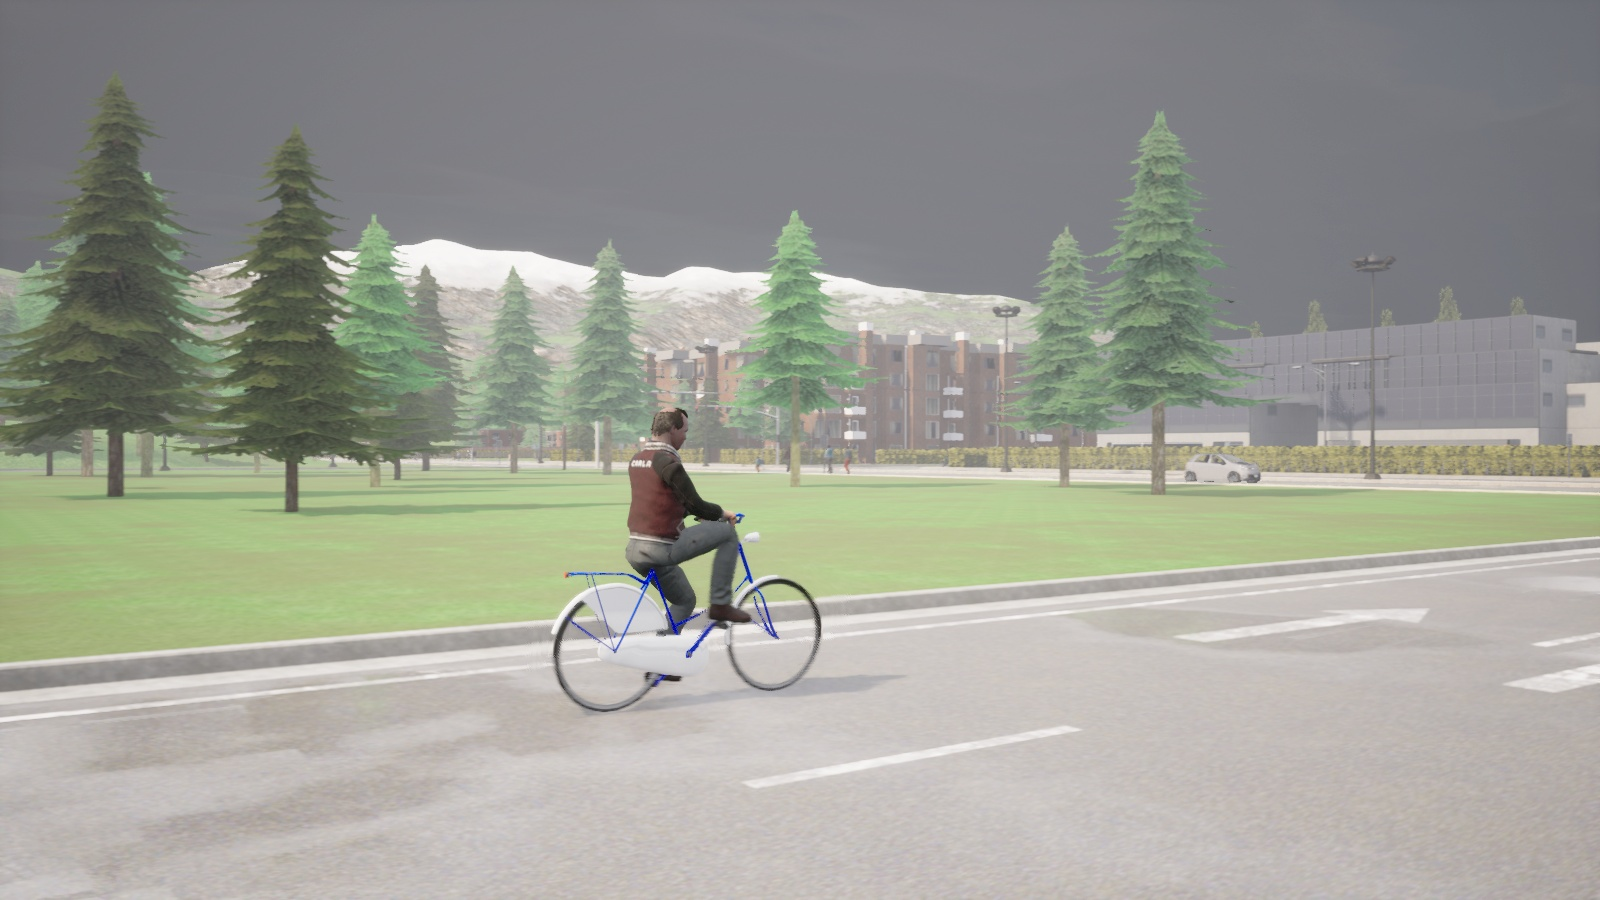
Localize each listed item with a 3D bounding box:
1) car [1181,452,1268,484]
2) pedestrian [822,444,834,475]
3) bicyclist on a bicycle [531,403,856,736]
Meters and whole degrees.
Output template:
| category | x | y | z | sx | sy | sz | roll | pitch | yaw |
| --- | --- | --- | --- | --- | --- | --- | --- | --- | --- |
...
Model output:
| category | x | y | z | sx | sy | sz | roll | pitch | yaw |
| --- | --- | --- | --- | --- | --- | --- | --- | --- | --- |
| car | 20.736 | 0.865 | 61.388 | 1.845 | 1.501 | 3.633 | 0 | 0 | -35 |
| pedestrian | 1.751 | 0.571 | 77.875 | 0.396 | 1.930 | 0.692 | 0 | 0 | -33 |
| bicyclist on a bicycle | -0.604 | 0.635 | 7.503 | 1.843 | 1.776 | 0.659 | 0 | 0 | -35 |
